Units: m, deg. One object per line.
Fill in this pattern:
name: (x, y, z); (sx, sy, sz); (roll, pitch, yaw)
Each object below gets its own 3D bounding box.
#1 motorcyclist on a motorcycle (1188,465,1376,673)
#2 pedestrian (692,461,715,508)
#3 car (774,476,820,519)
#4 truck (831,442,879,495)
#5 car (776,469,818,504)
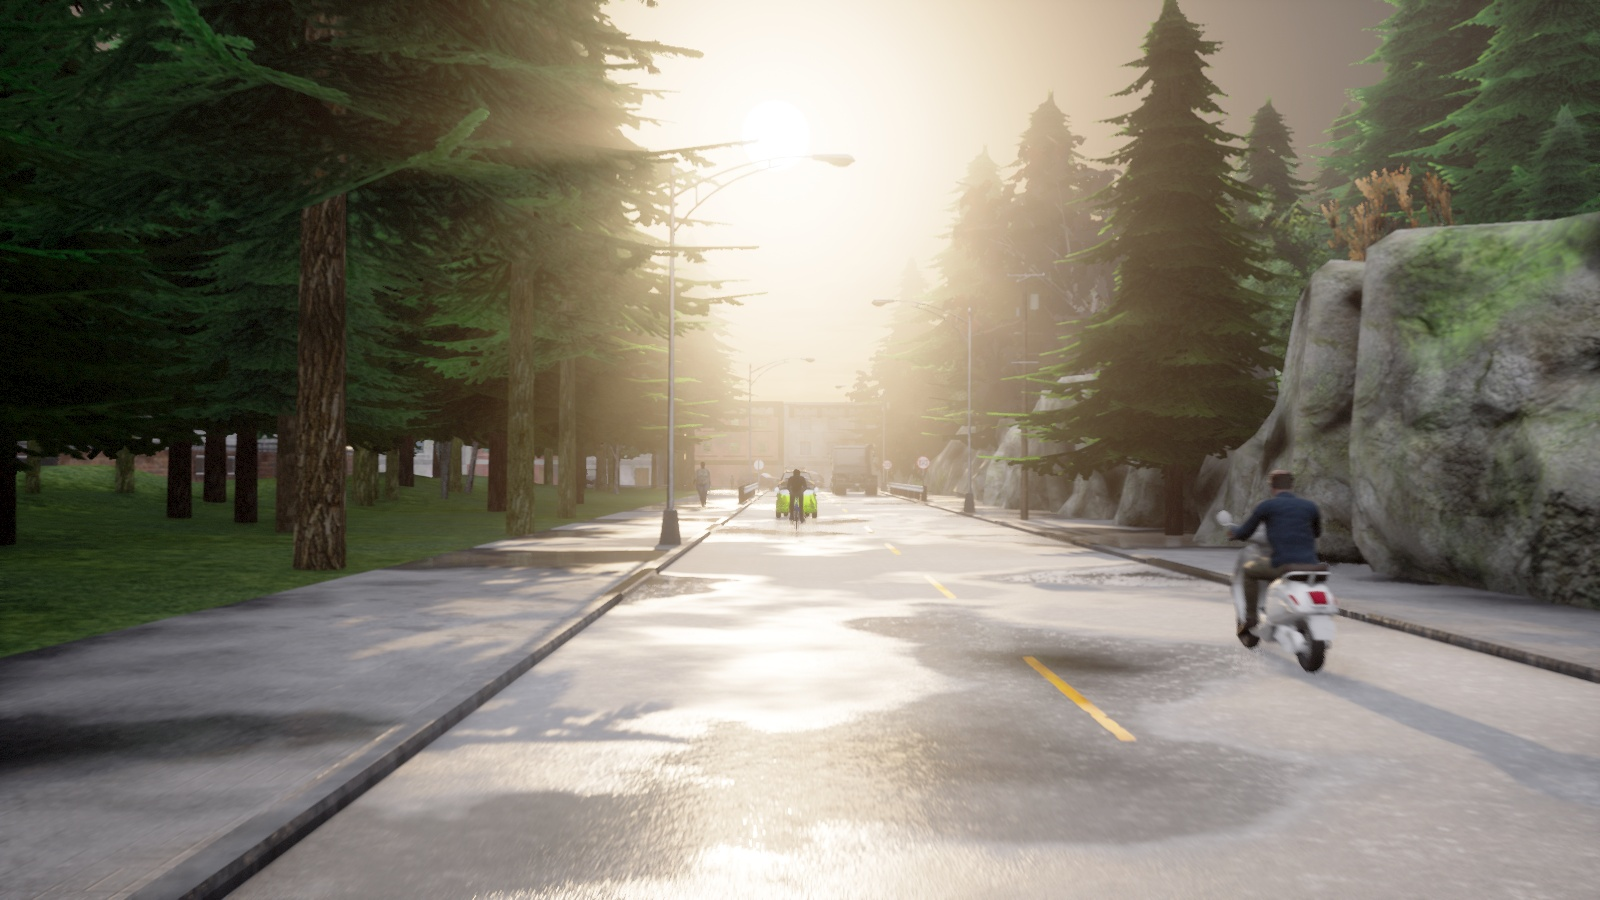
motorcyclist on a motorcycle: (3.975, 0.928, 10.534); (0.866, 1.590, 1.817); (0, -1, 0)
pedestrian: (-3.874, 1.386, 50.563); (0.874, 1.855, 0.900); (0, -1, 0)
car: (-0.099, 1.574, 42.049); (1.481, 1.376, 2.207); (0, -1, 0)
truck: (3.690, 1.251, 85.631); (2.891, 3.462, 7.936); (0, -1, 0)
car: (-0.159, 1.799, 63.048); (2.033, 1.649, 4.856); (0, -1, 0)
